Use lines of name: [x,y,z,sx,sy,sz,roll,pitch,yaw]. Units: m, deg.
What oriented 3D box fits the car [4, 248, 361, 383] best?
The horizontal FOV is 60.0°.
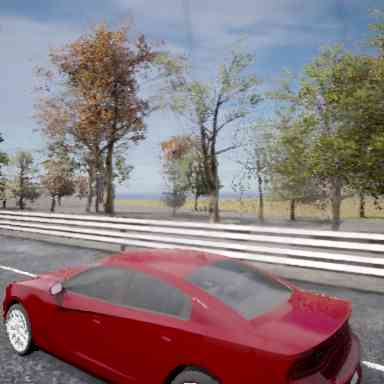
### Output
car: [-0.572,1.500,4.419,5.008,1.535,1.882,0,0,36]
